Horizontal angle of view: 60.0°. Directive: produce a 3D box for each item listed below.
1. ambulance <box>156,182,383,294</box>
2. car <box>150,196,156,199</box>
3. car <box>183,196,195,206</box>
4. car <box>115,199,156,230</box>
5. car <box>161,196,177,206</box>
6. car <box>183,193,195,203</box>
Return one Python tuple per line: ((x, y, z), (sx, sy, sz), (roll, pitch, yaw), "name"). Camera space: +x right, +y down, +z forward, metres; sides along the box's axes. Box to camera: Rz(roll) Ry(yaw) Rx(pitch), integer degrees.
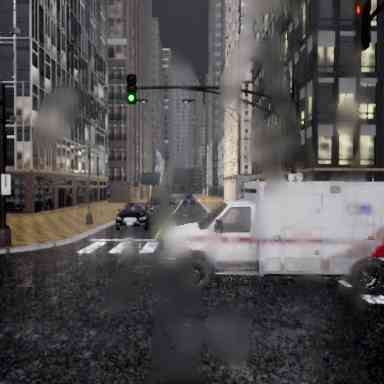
((2.483, 0.973, 8.266), (6.366, 2.431, 2.351), (0, 1, 1), "ambulance")
((-3.380, 1.208, 32.662), (2.097, 1.767, 4.553), (0, 0, 0), "car")
((-0.450, 1.325, 51.035), (1.812, 1.442, 4.674), (0, 0, -1), "car")
((-3.293, 1.394, 20.109), (2.128, 1.511, 4.902), (0, 0, 0), "car")
((-3.491, 1.340, 51.251), (2.033, 1.411, 5.357), (0, 0, 0), "car")
((-0.538, 1.121, 61.021), (2.097, 1.767, 4.553), (0, 0, -1), "car")
